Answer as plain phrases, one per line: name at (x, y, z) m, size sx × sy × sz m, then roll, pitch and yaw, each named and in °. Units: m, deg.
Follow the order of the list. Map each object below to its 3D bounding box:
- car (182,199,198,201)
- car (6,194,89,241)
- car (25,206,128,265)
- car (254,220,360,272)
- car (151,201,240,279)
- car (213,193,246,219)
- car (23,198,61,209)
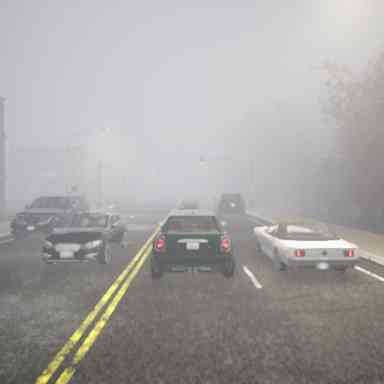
car at (-0.188, 1.362, 27.659) m, size 2.128 × 1.511 × 4.902 m, roll 0°, pitch 0°, yaw -1°
car at (-6.764, 1.148, 16.677) m, size 2.150 × 2.045 × 5.566 m, roll 0°, pitch 0°, yaw -1°
car at (-3.456, 1.439, 11.546) m, size 2.128 × 1.511 × 4.902 m, roll 0°, pitch 0°, yaw -1°
car at (3.253, 1.549, 10.535) m, size 1.895 × 1.301 × 4.718 m, roll 0°, pitch 0°, yaw -1°
car at (0.004, 1.304, 10.079) m, size 2.097 × 1.767 × 4.553 m, roll 0°, pitch 0°, yaw -1°
car at (3.062, 1.090, 27.657) m, size 2.150 × 2.045 × 5.566 m, roll 0°, pitch 0°, yaw -1°
car at (-20.450, 1.615, 45.592) m, size 4.313 × 1.339 × 1.947 m, roll -1°, pitch 1°, yaw -1°
